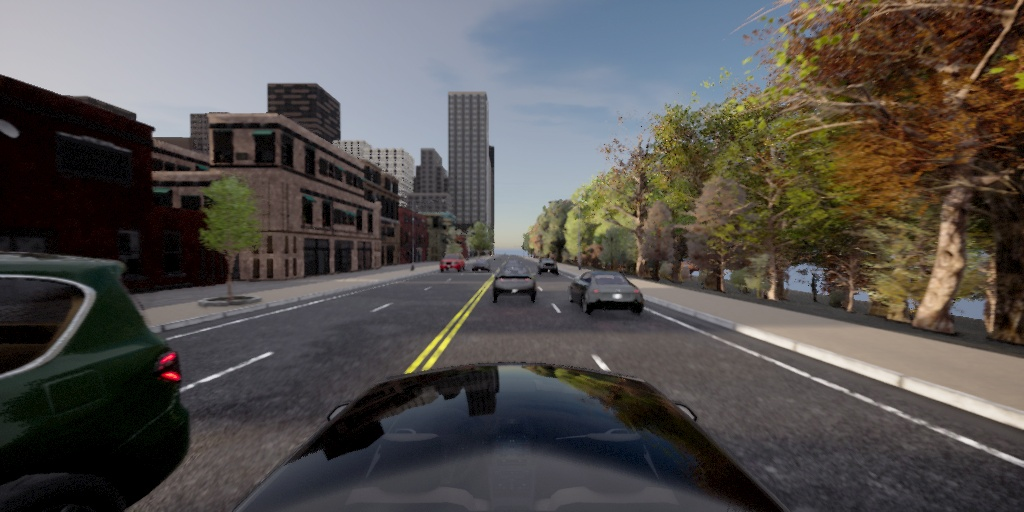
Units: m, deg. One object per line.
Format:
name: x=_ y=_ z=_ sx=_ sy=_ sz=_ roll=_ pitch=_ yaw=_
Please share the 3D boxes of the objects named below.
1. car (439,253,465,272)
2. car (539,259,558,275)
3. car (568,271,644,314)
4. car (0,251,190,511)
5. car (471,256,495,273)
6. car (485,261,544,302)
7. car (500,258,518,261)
car: x=-6.567 y=0.728 z=40.067 sx=2.150 sy=2.045 sz=5.566 roll=0 pitch=0 yaw=0
car: x=3.350 y=1.042 z=34.917 sx=1.837 sy=1.490 sz=4.892 roll=0 pitch=1 yaw=0
car: x=3.354 y=1.240 z=13.438 sx=1.994 sy=1.385 sz=4.181 roll=0 pitch=0 yaw=0
car: x=-3.339 y=0.983 z=0.163 sx=2.150 sy=2.045 sz=5.566 roll=0 pitch=0 yaw=0
car: x=-3.319 y=1.053 z=39.702 sx=2.033 sy=1.411 sz=5.357 roll=0 pitch=0 yaw=0
car: x=0.104 y=1.148 z=16.483 sx=2.128 sy=1.511 sz=4.902 roll=0 pitch=0 yaw=0
car: x=0.104 y=1.083 z=37.573 sx=1.994 sy=1.385 sz=4.181 roll=0 pitch=0 yaw=0
